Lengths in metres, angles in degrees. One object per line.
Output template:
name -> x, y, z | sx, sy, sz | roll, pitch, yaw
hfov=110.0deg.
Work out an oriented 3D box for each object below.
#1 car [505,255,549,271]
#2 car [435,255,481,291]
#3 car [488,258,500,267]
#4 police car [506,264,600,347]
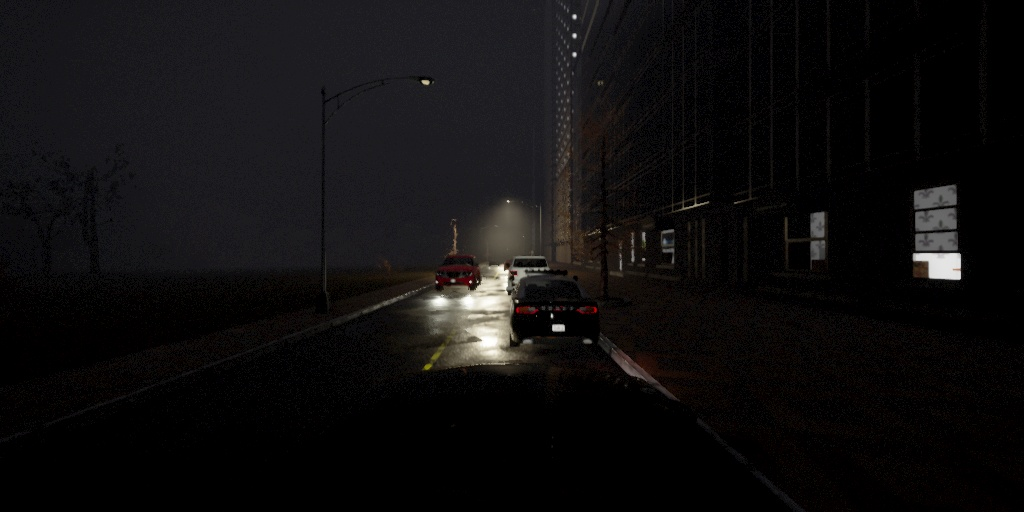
car -> 0.858, 0.962, 19.351 | 2.150, 2.045, 5.566 | 0, 0, 0
car -> -3.147, 0.956, 21.869 | 2.150, 2.045, 5.566 | 0, 0, 0
car -> -3.202, 1.177, 65.124 | 1.882, 1.535, 5.008 | 0, 0, 0
police car -> 0.881, 1.169, 9.430 | 1.930, 1.638, 5.238 | 0, 0, 0
